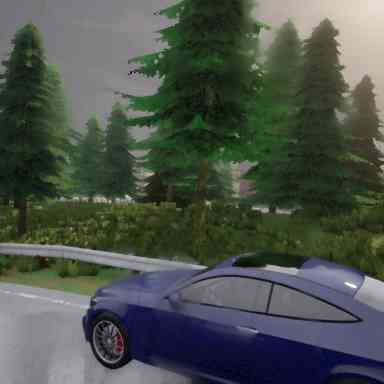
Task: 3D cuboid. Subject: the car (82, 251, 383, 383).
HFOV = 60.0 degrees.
[{"bbox_3d":[0.743,1.499,4.106,4.674,1.442,1.812,1,1,31],"label":"car"}]
